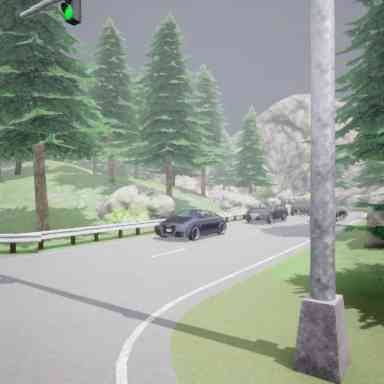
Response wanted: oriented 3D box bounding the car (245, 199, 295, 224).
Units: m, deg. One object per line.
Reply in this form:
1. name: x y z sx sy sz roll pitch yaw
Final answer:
1. car: 5.713 1.507 25.140 2.128 1.511 4.902 0 0 35

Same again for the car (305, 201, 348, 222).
1. car: 10.937 1.598 26.344 2.033 1.411 5.357 0 0 35

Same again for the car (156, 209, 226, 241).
1. car: 0.055 1.579 16.960 1.994 1.385 4.181 0 0 35

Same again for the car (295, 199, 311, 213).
1. car: 11.309 1.520 33.688 1.837 1.490 4.892 0 0 28
